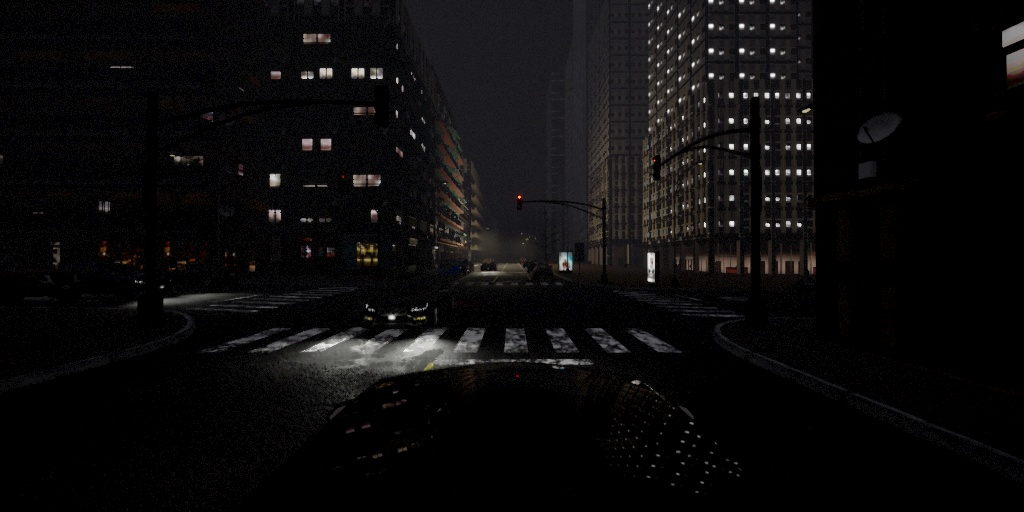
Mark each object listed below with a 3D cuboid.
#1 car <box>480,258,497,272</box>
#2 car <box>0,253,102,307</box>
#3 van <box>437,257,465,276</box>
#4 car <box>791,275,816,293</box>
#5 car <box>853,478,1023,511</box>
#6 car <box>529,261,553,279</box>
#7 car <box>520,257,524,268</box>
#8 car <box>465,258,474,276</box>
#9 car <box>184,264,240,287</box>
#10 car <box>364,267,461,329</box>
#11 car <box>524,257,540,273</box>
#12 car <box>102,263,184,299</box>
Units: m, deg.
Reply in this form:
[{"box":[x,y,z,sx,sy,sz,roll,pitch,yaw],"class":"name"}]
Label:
[{"box":[-2.896,1.335,45.308,1.994,1.385,4.181,0,0,0],"class":"car"},{"box":[-18.745,0.784,13.005,5.009,1.841,2.192,0,0,0],"class":"car"},{"box":[-5.616,1.103,32.528,1.690,1.789,3.998,0,0,0],"class":"van"},{"box":[19.441,1.644,21.698,4.403,1.370,2.007,0,0,0],"class":"car"},{"box":[2.688,1.315,0.102,1.948,1.339,4.313,0,0,0],"class":"car"},{"box":[2.766,1.344,32.507,1.802,1.307,4.207,0,0,0],"class":"car"},{"box":[2.831,1.222,60.145,1.967,1.591,4.097,0,0,0],"class":"car"},{"box":[-5.602,1.080,38.056,2.192,1.841,5.009,0,0,0],"class":"car"},{"box":[-18.747,1.104,21.386,4.313,1.339,1.948,0,0,0],"class":"car"},{"box":[-2.977,1.271,11.325,1.837,1.490,4.892,0,0,0],"class":"car"},{"box":[2.792,1.208,43.563,1.967,1.591,4.097,0,0,0],"class":"car"},{"box":[-17.583,1.033,15.626,4.674,1.442,1.812,1,0,0],"class":"car"}]
